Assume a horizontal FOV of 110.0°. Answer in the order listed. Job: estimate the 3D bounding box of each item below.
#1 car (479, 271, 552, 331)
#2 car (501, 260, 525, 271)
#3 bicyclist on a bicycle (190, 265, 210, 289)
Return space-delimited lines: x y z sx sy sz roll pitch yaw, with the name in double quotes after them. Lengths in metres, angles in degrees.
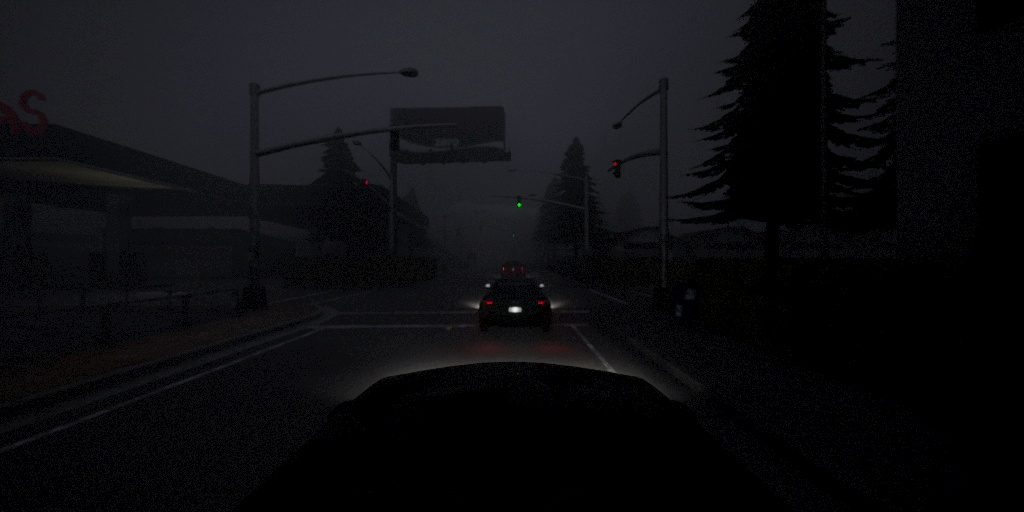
0.090 1.329 11.068 1.994 1.385 4.181 0 0 0 "car"
0.101 1.150 32.520 2.097 1.767 4.553 0 0 0 "car"
-21.759 1.432 25.039 0.582 1.620 1.656 0 0 0 "bicyclist on a bicycle"
